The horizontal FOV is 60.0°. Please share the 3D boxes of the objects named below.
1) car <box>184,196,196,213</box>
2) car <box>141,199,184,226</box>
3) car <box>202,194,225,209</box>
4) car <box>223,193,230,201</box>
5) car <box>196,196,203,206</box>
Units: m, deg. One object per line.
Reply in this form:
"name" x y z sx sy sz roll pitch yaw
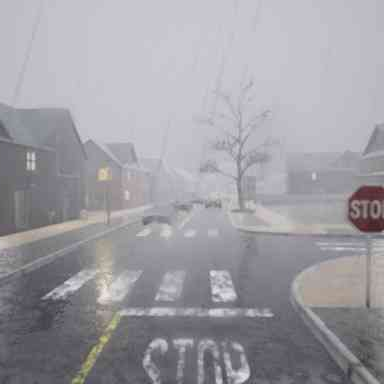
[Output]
"car" -1.021 1.349 33.624 1.895 1.301 4.718 0 0 6
"car" -1.992 1.381 22.144 2.033 1.411 5.357 0 0 4
"car" 2.719 1.300 40.820 1.895 1.301 4.718 0 0 7
"car" 6.318 1.007 64.543 1.882 1.535 5.008 0 0 11
"car" 0.755 1.242 48.029 1.895 1.301 4.718 0 0 8
